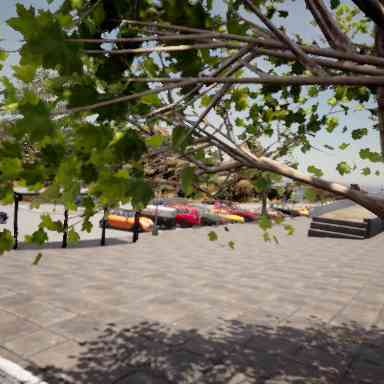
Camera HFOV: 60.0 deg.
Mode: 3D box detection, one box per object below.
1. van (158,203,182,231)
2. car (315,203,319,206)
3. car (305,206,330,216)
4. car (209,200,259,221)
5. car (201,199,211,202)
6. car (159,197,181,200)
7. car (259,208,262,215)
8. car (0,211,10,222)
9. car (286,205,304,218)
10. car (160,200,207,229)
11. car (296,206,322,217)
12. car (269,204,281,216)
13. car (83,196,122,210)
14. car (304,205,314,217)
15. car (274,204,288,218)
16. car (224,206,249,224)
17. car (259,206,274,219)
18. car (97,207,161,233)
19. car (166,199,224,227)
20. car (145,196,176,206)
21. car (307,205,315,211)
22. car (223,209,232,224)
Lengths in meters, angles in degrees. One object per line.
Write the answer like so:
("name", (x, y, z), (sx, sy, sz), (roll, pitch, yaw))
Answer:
("van", (-3.678, 2.273, 30.372), (4.442, 1.987, 1.878), (7, 3, 16))
("car", (22.679, 3.640, 66.903), (5.566, 2.045, 2.435), (7, 2, 16))
("car", (27.911, 4.218, 74.232), (5.008, 1.535, 2.097), (7, 2, 16))
("car", (5.274, 2.696, 42.510), (5.566, 2.045, 2.435), (6, 2, 16))
("car", (3.869, 2.086, 69.390), (1.895, 1.301, 4.718), (7, 2, 36))
("car", (-2.835, 1.680, 55.006), (2.097, 1.767, 4.553), (7, 2, 36))
("car", (6.994, 3.061, 44.960), (4.792, 1.488, 2.163), (7, 2, 16))
("car", (-15.374, 1.576, 23.074), (1.895, 1.301, 4.718), (6, 1, 37))
("car", (15.756, 3.238, 57.146), (5.566, 2.045, 2.435), (7, 2, 16))
("car", (-1.816, 2.345, 32.772), (5.566, 2.045, 2.435), (7, 3, 16))
("car", (24.395, 4.026, 69.354), (4.792, 1.488, 2.163), (7, 2, 16))
("car", (10.505, 3.084, 49.822), (4.553, 1.767, 2.185), (7, 2, 16))
("car", (-11.522, 1.423, 43.009), (1.812, 1.442, 4.674), (7, 2, 36))
("car", (19.370, 3.702, 61.986), (5.366, 1.575, 1.946), (7, 2, 16))
("car", (12.192, 3.167, 52.285), (4.553, 1.767, 2.185), (7, 2, 16))
("car", (3.648, 2.875, 40.038), (5.366, 1.575, 1.946), (7, 2, 16))
("car", (8.720, 3.118, 47.395), (4.892, 1.521, 2.231), (7, 3, 16))
("car", (-5.399, 2.292, 27.939), (4.553, 1.767, 2.185), (7, 2, 16))
("car", (0.008, 2.438, 35.199), (5.566, 2.045, 2.435), (7, 2, 16))
("car", (-5.331, 1.593, 56.678), (2.033, 1.411, 5.357), (7, 2, 36))
("car", (20.757, 3.763, 64.517), (5.366, 1.575, 1.946), (7, 2, 16))
("car", (1.707, 2.811, 37.656), (4.674, 1.452, 2.002), (7, 2, 16))
